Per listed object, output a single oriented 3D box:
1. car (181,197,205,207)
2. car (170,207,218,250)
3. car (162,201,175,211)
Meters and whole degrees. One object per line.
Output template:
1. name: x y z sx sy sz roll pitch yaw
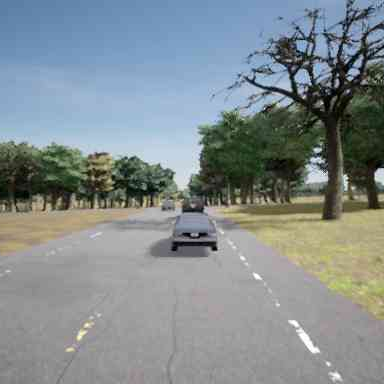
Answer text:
1. car: 0.090 1.510 33.342 2.150 2.045 5.566 0 -1 0
2. car: 0.095 1.608 14.542 2.033 1.411 5.357 0 0 0
3. car: -3.517 2.101 50.324 1.837 1.490 4.892 0 -1 0
